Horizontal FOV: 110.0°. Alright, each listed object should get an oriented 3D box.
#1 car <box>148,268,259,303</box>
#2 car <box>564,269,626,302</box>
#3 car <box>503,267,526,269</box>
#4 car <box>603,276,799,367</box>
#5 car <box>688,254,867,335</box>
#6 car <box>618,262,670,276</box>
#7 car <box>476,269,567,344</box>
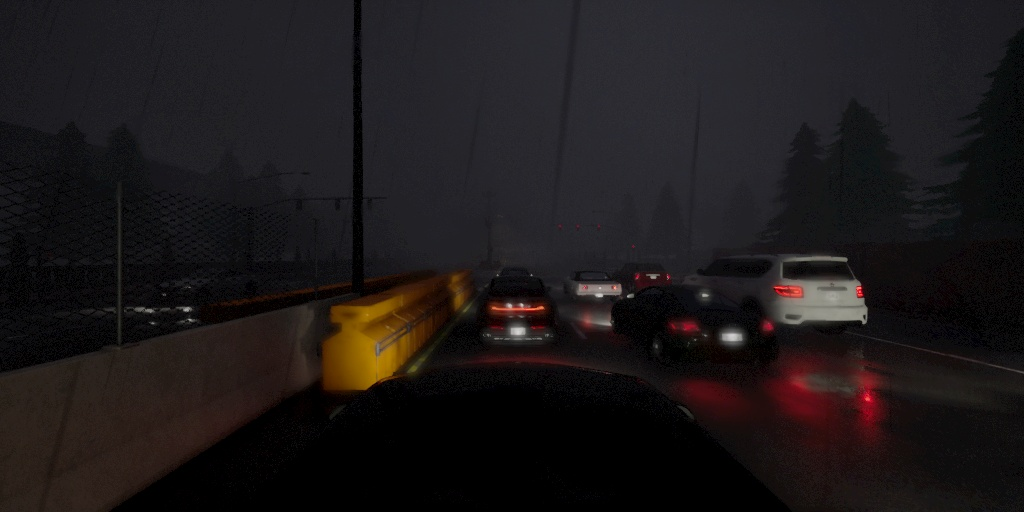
[{"bbox_3d":[-13.964,1.281,16.664,1.812,1.442,4.674,0,0,0],"label":"car"},{"bbox_3d":[3.639,1.351,17.123,1.895,1.301,4.718,0,0,0],"label":"car"},{"bbox_3d":[0.141,1.297,19.088,2.033,1.411,5.357,0,0,0],"label":"car"},{"bbox_3d":[3.624,1.314,7.941,1.994,1.385,4.181,0,0,-1],"label":"car"},{"bbox_3d":[7.124,0.971,10.641,2.150,2.045,5.566,0,0,0],"label":"car"},{"bbox_3d":[7.147,1.102,20.227,2.097,1.767,4.553,0,0,0],"label":"car"},{"bbox_3d":[0.120,1.255,9.570,1.837,1.490,4.892,0,0,0],"label":"car"}]
